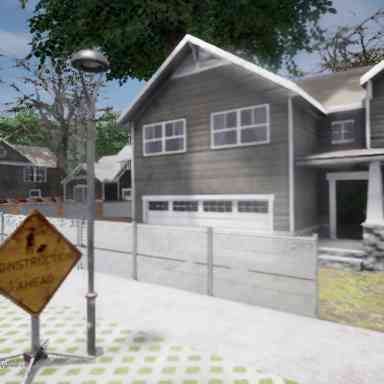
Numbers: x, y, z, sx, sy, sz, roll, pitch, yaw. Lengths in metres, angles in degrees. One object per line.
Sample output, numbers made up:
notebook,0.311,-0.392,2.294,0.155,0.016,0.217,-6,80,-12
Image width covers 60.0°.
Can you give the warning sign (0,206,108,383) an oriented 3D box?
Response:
warning sign,-1.890,1.130,3.999,1.060,1.860,1.300,-1,0,35
